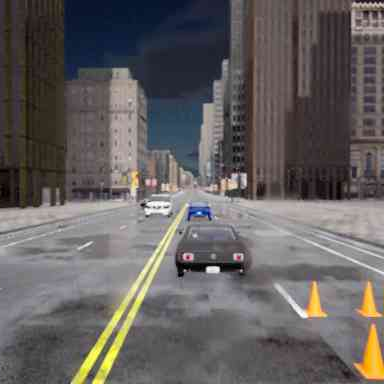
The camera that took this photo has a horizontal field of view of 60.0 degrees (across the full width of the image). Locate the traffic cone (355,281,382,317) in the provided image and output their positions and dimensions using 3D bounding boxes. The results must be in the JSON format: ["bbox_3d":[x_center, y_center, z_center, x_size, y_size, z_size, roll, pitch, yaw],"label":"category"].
[{"bbox_3d":[3.274,1.956,6.167,0.340,0.580,0.340,0,0,0],"label":"traffic cone"}]

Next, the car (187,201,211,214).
[{"bbox_3d":[0.585,1.485,28.226,1.882,1.535,5.008,0,0,0],"label":"car"}]

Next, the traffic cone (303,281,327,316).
[{"bbox_3d":[2.274,1.954,6.171,0.340,0.580,0.340,0,0,0],"label":"traffic cone"}]

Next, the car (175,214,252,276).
[{"bbox_3d":[0.520,1.595,10.241,1.895,1.301,4.718,0,0,0],"label":"car"}]

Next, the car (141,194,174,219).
[{"bbox_3d":[-2.861,1.224,29.855,2.150,2.045,5.566,0,0,0],"label":"car"}]

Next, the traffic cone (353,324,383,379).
[{"bbox_3d":[2.267,1.955,4.171,0.340,0.580,0.340,0,0,0],"label":"traffic cone"}]
